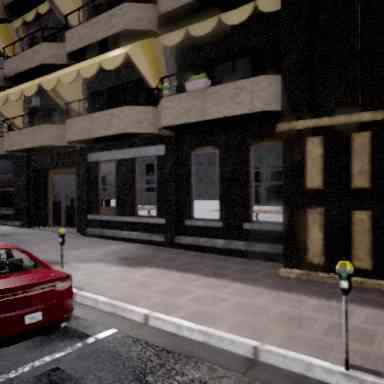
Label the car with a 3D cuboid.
[{"bbox_3d":[-3.890,1.498,5.663,4.507,1.381,1.887,1,0,36],"label":"car"}]
